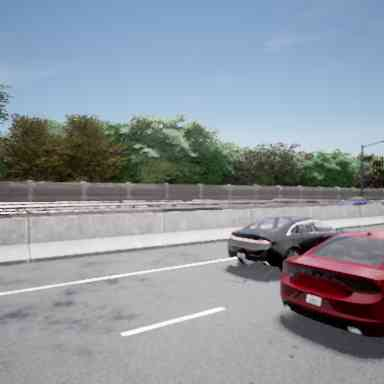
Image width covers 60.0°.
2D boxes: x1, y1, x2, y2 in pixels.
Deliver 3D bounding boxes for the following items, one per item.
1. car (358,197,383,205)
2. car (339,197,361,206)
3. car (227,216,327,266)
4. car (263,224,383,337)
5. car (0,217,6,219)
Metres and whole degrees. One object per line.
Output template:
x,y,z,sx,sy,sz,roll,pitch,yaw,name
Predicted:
23.377,1.689,41.146,5.357,1.411,2.033,1,0,-33,car
21.568,1.488,44.135,4.553,1.767,2.097,0,0,-33,car
3.307,1.505,10.344,4.902,1.511,2.128,0,0,-35,car
3.867,1.489,6.461,5.008,1.535,1.882,0,0,-35,car
-10.417,1.498,13.745,4.892,1.490,1.837,0,0,-35,car
